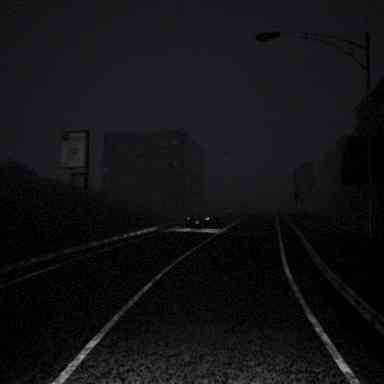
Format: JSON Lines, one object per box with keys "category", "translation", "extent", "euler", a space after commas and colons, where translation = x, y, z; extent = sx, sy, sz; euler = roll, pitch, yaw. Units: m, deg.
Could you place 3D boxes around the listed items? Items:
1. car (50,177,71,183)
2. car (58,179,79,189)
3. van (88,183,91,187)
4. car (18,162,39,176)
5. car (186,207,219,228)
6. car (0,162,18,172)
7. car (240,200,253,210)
{"category": "car", "translation": [-22.198, -1.717, 54.637], "extent": [2.002, 1.452, 4.674], "euler": [0, -3, 0]}
{"category": "car", "translation": [-22.285, -1.376, 60.168], "extent": [2.002, 1.452, 4.674], "euler": [0, -4, -1]}
{"category": "van", "translation": [-22.766, -0.886, 71.359], "extent": [1.878, 1.987, 4.442], "euler": [0, -4, -3]}
{"category": "car", "translation": [-22.338, -2.623, 43.625], "extent": [2.435, 2.045, 5.566], "euler": [0, -3, 3]}
{"category": "car", "translation": [0.890, 1.831, 24.893], "extent": [1.812, 1.442, 4.674], "euler": [0, -1, 14]}
{"category": "car", "translation": [-22.606, -2.776, 38.022], "extent": [2.185, 1.767, 4.553], "euler": [0, -3, 4]}
{"category": "car", "translation": [10.687, 2.508, 64.977], "extent": [2.150, 2.045, 5.566], "euler": [0, -1, 14]}
